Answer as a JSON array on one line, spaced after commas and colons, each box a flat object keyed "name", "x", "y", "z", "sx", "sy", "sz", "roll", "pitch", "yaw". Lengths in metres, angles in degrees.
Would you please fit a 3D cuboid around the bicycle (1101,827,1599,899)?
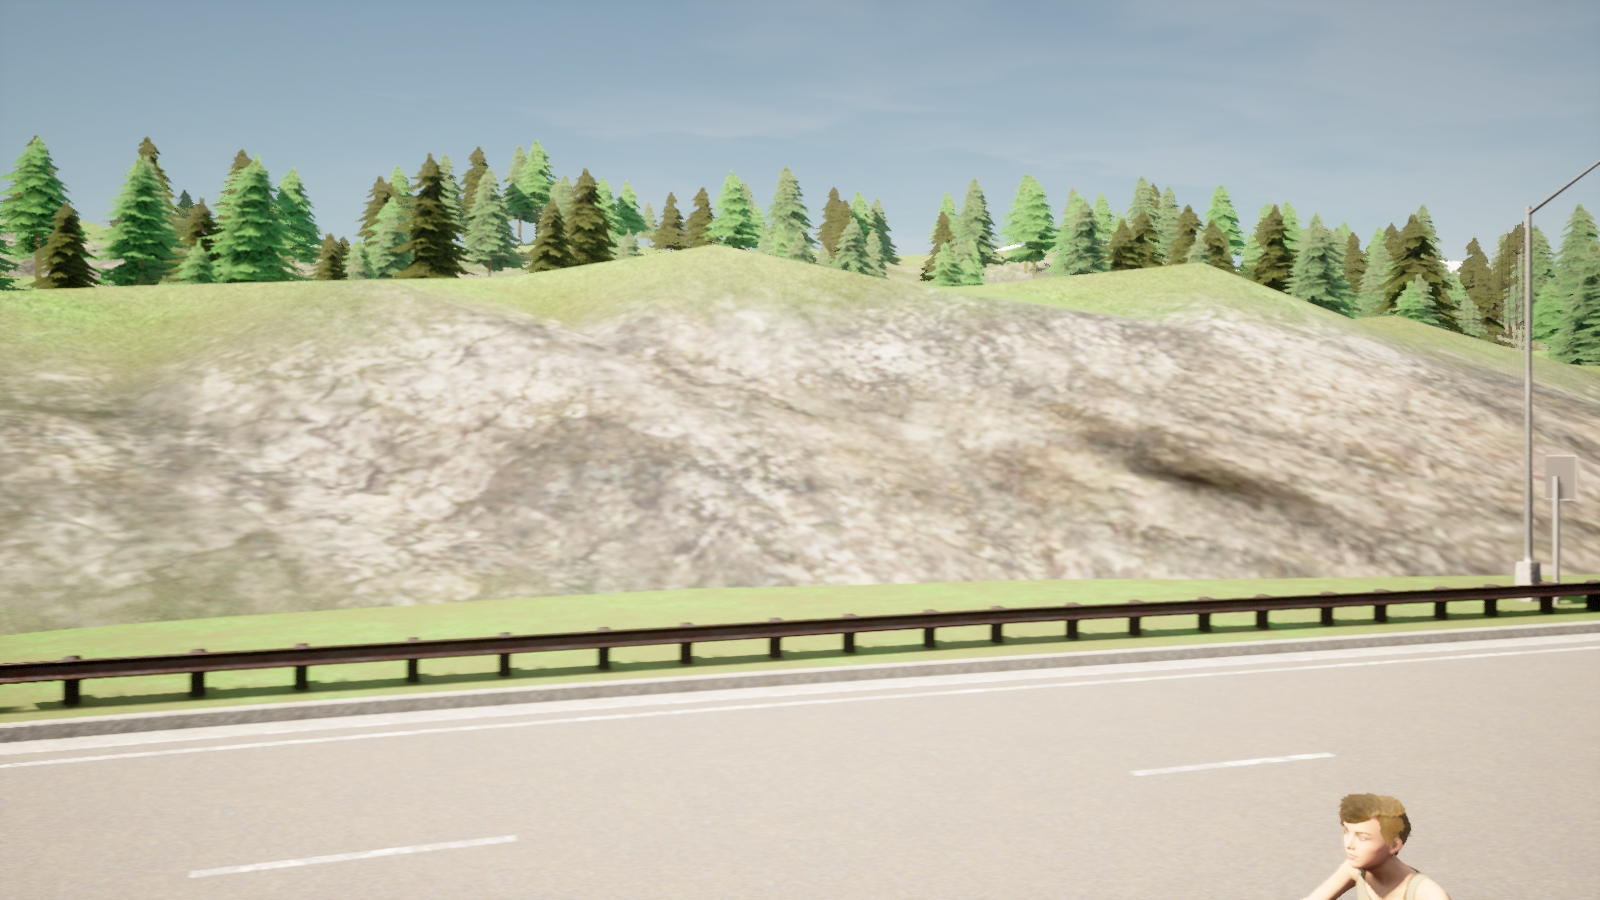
[{"name": "bicycle", "x": 1.933, "y": 2.158, "z": 3.967, "sx": 1.487, "sy": 1.277, "sz": 0.859, "roll": 0, "pitch": 0, "yaw": -18}]
